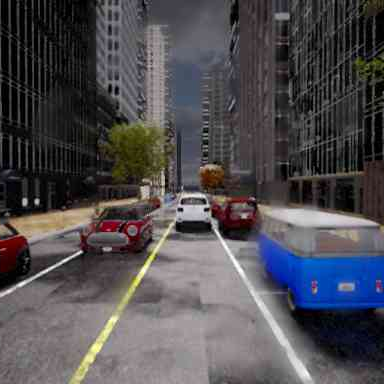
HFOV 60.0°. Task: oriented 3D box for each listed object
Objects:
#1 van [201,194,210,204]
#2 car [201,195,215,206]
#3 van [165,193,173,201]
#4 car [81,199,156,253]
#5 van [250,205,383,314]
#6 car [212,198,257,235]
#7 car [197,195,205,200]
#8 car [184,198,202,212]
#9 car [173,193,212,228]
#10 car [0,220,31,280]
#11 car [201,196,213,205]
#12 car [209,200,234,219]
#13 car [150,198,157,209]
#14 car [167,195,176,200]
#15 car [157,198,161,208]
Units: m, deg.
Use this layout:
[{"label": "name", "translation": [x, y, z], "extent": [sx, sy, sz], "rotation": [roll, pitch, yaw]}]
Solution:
[{"label": "van", "translation": [2.549, 1.267, 63.836], "extent": [1.690, 1.788, 3.998], "rotation": [-1, 0, 0]}, {"label": "car", "translation": [2.551, 1.378, 52.539], "extent": [1.967, 1.590, 4.097], "rotation": [-1, 0, 0]}, {"label": "van", "translation": [-5.331, 1.254, 75.101], "extent": [1.690, 1.788, 3.998], "rotation": [-1, 0, 0]}, {"label": "car", "translation": [-2.850, 1.335, 13.440], "extent": [2.097, 1.767, 4.553], "rotation": [0, 0, 0]}, {"label": "van", "translation": [2.551, 1.332, 7.349], "extent": [1.690, 1.788, 3.998], "rotation": [-1, 0, 0]}, {"label": "car", "translation": [2.550, 1.292, 18.646], "extent": [2.192, 1.841, 5.009], "rotation": [-1, 0, 0]}, {"label": "car", "translation": [2.551, 1.445, 92.080], "extent": [2.008, 1.369, 4.403], "rotation": [-1, 0, 0]}, {"label": "car", "translation": [0.099, 1.500, 39.904], "extent": [2.033, 1.411, 5.357], "rotation": [0, 0, 0]}, {"label": "car", "translation": [0.098, 1.196, 22.193], "extent": [2.150, 2.045, 5.566], "rotation": [0, 0, 0]}, {"label": "car", "translation": [-5.327, 1.431, 7.318], "extent": [1.967, 1.590, 4.097], "rotation": [-1, 0, 0]}, {"label": "car", "translation": [2.552, 1.477, 58.187], "extent": [1.887, 1.381, 4.507], "rotation": [-1, 0, 0]}, {"label": "car", "translation": [2.553, 1.508, 29.944], "extent": [1.887, 1.381, 4.507], "rotation": [-1, 0, 0]}, {"label": "car", "translation": [-5.327, 1.508, 35.561], "extent": [2.008, 1.369, 4.403], "rotation": [-1, 0, 0]}, {"label": "car", "translation": [-5.329, 1.466, 86.399], "extent": [1.947, 1.339, 4.313], "rotation": [-1, 0, 0]}, {"label": "car", "translation": [-5.327, 1.532, 41.209], "extent": [1.802, 1.307, 4.206], "rotation": [-1, 0, 0]}]
